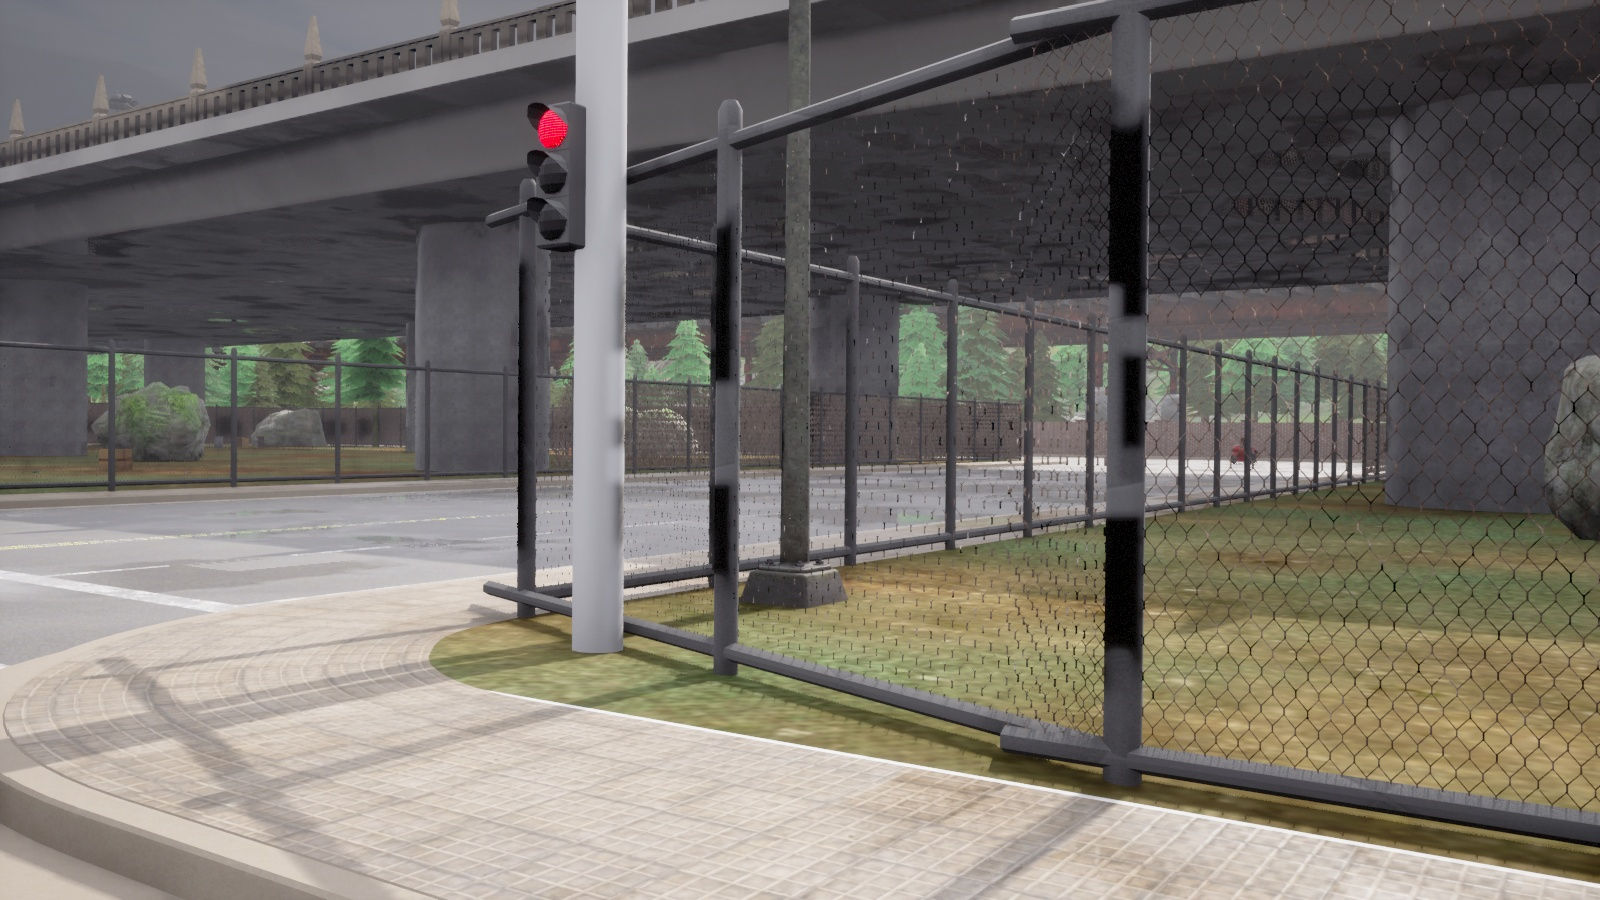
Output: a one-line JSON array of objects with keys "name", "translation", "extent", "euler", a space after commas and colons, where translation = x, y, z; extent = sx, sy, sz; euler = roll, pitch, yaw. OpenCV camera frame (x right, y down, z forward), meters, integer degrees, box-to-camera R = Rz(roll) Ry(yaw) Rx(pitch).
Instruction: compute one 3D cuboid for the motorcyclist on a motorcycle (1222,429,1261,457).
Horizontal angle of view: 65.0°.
[{"name": "motorcyclist on a motorcycle", "translation": [24.336, -0.396, 69.196], "extent": [2.044, 1.523, 0.797], "euler": [-1, 3, -28]}]
